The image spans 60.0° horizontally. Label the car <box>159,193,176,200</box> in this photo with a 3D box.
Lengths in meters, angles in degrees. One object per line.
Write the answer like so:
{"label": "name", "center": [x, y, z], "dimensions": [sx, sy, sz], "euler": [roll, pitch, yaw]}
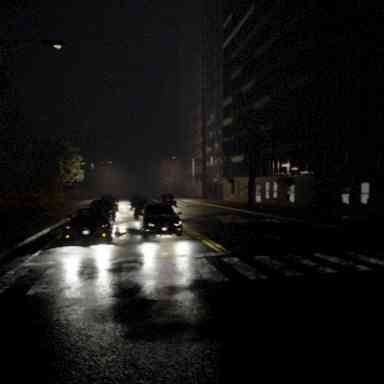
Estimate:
{"label": "car", "center": [-3.220, 0.953, 40.637], "dimensions": [2.097, 1.767, 4.553], "euler": [-1, 1, -12]}

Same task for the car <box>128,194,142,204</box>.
{"label": "car", "center": [-5.613, 1.252, 35.376], "dimensions": [1.994, 1.385, 4.181], "euler": [-1, 1, -12]}

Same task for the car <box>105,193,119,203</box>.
{"label": "car", "center": [-11.896, 0.859, 49.764], "dimensions": [1.895, 1.301, 4.718], "euler": [-1, 1, -12]}

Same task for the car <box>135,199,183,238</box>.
{"label": "car", "center": [-1.701, 1.349, 16.851], "dimensions": [1.837, 1.490, 4.892], "euler": [-1, 1, -12]}

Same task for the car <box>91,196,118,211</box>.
{"label": "car", "center": [-6.601, 1.300, 24.315], "dimensions": [1.882, 1.535, 5.008], "euler": [-1, 1, -12]}

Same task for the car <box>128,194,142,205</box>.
{"label": "car", "center": [-8.399, 1.054, 48.850], "dimensions": [1.882, 1.535, 5.008], "euler": [-1, 0, -11]}

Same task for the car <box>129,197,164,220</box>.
{"label": "car", "center": [-3.536, 1.335, 25.547], "dimensions": [1.994, 1.385, 4.181], "euler": [-1, 1, -12]}

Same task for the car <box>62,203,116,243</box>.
{"label": "car", "center": [-4.750, 1.461, 15.566], "dimensions": [1.994, 1.385, 4.181], "euler": [-1, 1, -12]}
